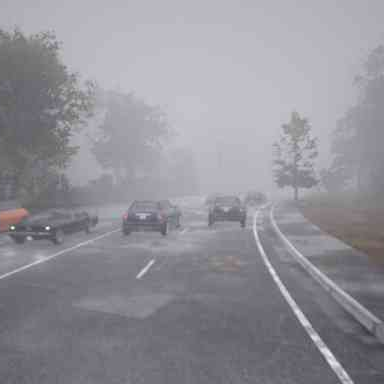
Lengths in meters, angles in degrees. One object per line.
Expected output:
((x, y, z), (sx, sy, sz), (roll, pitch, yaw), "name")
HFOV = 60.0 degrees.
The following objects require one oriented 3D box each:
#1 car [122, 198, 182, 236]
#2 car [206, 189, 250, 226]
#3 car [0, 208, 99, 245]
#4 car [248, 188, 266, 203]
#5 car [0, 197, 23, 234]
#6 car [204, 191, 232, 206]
((-1.878, 1.087, 16.881), (2.097, 1.767, 4.553), (0, 2, 9), "car")
((2.276, 0.951, 20.358), (2.097, 1.767, 4.553), (0, 2, 11), "car")
((-5.948, 1.409, 14.870), (1.895, 1.301, 4.718), (0, 1, 7), "car")
((7.492, 0.566, 38.962), (1.895, 1.301, 4.718), (0, 2, 21), "car")
((-9.465, 1.169, 15.010), (2.097, 1.767, 4.553), (0, 1, 7), "car")
((2.906, 0.681, 36.390), (1.994, 1.385, 4.181), (0, 2, 18), "car")
